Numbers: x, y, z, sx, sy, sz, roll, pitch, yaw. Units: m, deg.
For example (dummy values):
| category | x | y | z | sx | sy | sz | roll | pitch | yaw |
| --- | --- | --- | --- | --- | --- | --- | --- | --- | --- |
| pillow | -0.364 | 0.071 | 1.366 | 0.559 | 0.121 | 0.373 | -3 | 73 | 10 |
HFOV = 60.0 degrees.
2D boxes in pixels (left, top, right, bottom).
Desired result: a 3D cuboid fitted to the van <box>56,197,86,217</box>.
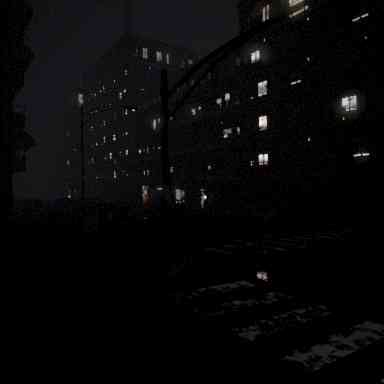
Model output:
| category | x | y | z | sx | sy | sz | roll | pitch | yaw |
| --- | --- | --- | --- | --- | --- | --- | --- | --- | --- |
| van | -12.277 | 1.483 | 32.947 | 1.690 | 1.788 | 3.998 | -1 | 1 | -36 |

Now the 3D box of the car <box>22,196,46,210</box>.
| category | x | y | z | sx | sy | sz | roll | pitch | yaw |
| --- | --- | --- | --- | --- | --- | --- | --- | --- | --- |
| car | -21.936 | 1.628 | 46.451 | 1.967 | 1.590 | 4.097 | -1 | 1 | -36 |

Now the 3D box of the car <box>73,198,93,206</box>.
| category | x | y | z | sx | sy | sz | roll | pitch | yaw |
| --- | --- | --- | --- | --- | --- | --- | --- | --- | --- |
| car | -18.339 | 1.643 | 55.828 | 1.947 | 1.339 | 4.313 | -1 | 1 | -36 |

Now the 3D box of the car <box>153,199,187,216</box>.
| category | x | y | z | sx | sy | sz | roll | pitch | yaw |
| --- | --- | --- | --- | --- | --- | --- | --- | --- | --- |
| car | -2.241 | 1.441 | 33.322 | 1.967 | 1.590 | 4.097 | -1 | 1 | -36 |

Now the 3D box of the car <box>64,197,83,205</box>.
| category | x | y | z | sx | sy | sz | roll | pitch | yaw |
| --- | --- | --- | --- | --- | --- | --- | --- | --- | --- |
| car | -21.559 | 1.645 | 60.329 | 2.008 | 1.369 | 4.403 | -1 | 1 | -36 |

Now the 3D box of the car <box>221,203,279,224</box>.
| category | x | y | z | sx | sy | sz | roll | pitch | yaw |
| --- | --- | --- | --- | --- | --- | --- | --- | --- | --- |
| car | 4.102 | 1.498 | 24.459 | 1.752 | 1.417 | 4.829 | -1 | 1 | -36 |

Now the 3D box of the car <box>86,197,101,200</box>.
| category | x | y | z | sx | sy | sz | roll | pitch | yaw |
| --- | --- | --- | --- | --- | --- | --- | --- | --- | --- |
| car | -15.121 | 1.502 | 51.326 | 1.967 | 1.590 | 4.097 | -1 | 1 | -36 |

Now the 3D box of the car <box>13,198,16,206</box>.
| category | x | y | z | sx | sy | sz | roll | pitch | yaw |
| --- | --- | --- | --- | --- | --- | --- | --- | --- | --- |
| car | -31.594 | 1.782 | 59.955 | 1.887 | 1.381 | 4.507 | -1 | 1 | -36 |

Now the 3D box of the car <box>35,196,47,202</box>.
| category | x | y | z | sx | sy | sz | roll | pitch | yaw |
| --- | --- | --- | --- | --- | --- | --- | --- | --- | --- |
| car | -37.659 | 1.728 | 82.835 | 1.887 | 1.381 | 4.507 | -1 | 1 | -36 |

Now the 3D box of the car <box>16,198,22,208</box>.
| category | x | y | z | sx | sy | sz | roll | pitch | yaw |
| --- | --- | --- | --- | --- | --- | --- | --- | --- | --- |
| car | -25.154 | 1.770 | 50.953 | 1.947 | 1.339 | 4.313 | -1 | 1 | -36 |

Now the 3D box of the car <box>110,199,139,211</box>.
| category | x | y | z | sx | sy | sz | roll | pitch | yaw |
| --- | --- | --- | --- | --- | --- | --- | --- | --- | --- |
| car | -8.679 | 1.581 | 42.325 | 2.008 | 1.369 | 4.403 | -1 | 1 | -36 |

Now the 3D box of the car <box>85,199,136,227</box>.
| category | x | y | z | sx | sy | sz | roll | pitch | yaw |
| --- | --- | --- | --- | --- | --- | --- | --- | --- | --- |
| car | -5.836 | 1.553 | 23.947 | 1.967 | 1.590 | 4.097 | -1 | 1 | -36 |

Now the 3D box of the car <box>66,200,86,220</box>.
| category | x | y | z | sx | sy | sz | roll | pitch | yaw |
| --- | --- | --- | --- | --- | --- | --- | --- | --- | --- |
| car | -8.956 | 1.652 | 28.310 | 1.752 | 1.417 | 4.829 | -1 | 1 | -36 |
